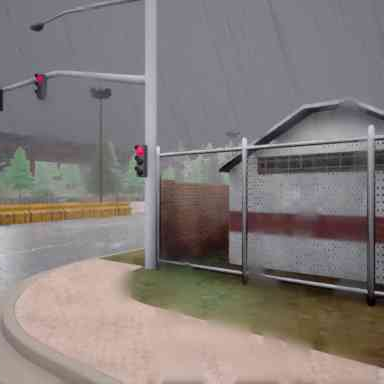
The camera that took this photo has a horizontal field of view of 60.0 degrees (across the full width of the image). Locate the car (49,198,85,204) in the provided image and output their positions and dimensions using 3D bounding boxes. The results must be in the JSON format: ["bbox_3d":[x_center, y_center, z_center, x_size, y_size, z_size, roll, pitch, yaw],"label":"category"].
[{"bbox_3d":[-15.271,1.504,40.631,1.837,1.490,4.892,0,0,34],"label":"car"}]
